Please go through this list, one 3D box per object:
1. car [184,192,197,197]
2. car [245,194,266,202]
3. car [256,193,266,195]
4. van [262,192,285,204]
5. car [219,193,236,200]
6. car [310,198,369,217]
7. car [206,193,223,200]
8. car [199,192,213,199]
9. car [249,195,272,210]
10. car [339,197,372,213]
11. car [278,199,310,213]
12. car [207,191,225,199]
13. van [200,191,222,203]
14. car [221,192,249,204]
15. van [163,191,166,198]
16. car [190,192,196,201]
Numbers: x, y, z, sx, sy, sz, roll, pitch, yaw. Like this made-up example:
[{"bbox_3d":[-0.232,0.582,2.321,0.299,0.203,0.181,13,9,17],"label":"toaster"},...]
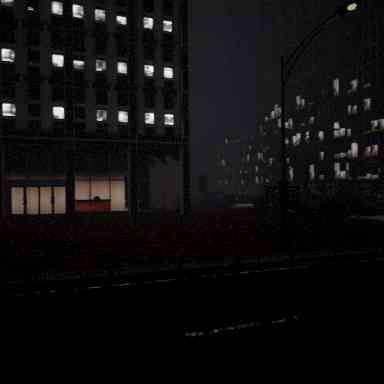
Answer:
[{"bbox_3d":[-0.403,0.720,90.991,2.008,1.369,4.403,0,1,-20],"label":"car"},{"bbox_3d":[11.198,1.079,58.924,1.802,1.307,4.206,0,1,-20],"label":"car"},{"bbox_3d":[10.717,1.196,43.224,1.882,1.535,5.008,-1,1,-20],"label":"car"},{"bbox_3d":[13.131,0.891,53.577,1.690,1.788,3.998,0,1,-20],"label":"van"},{"bbox_3d":[7.331,0.970,69.614,1.802,1.307,4.206,0,1,-20],"label":"car"},{"bbox_3d":[12.863,1.452,29.308,1.947,1.339,4.313,0,1,-20],"label":"car"},{"bbox_3d":[4.570,0.944,69.610,1.812,1.442,4.674,-1,1,-20],"label":"car"},{"bbox_3d":[3.463,0.719,80.301,1.967,1.590,4.097,0,1,-20],"label":"car"},{"bbox_3d":[9.068,1.346,40.025,1.947,1.339,4.313,0,1,-20],"label":"car"},{"bbox_3d":[14.787,1.306,31.953,1.882,1.535,5.008,-1,1,-20],"label":"car"},{"bbox_3d":[10.946,1.415,34.661,1.802,1.307,4.206,0,1,-20],"label":"car"},{"bbox_3d":[5.397,0.649,74.955,2.192,1.841,5.009,0,1,-20],"label":"car"},{"bbox_3d":[3.318,0.962,56.072,1.690,1.788,3.998,0,1,-20],"label":"van"},{"bbox_3d":[7.022,0.969,53.538,2.097,1.767,4.553,-1,1,-19],"label":"car"},{"bbox_3d":[-6.350,0.690,82.796,1.690,1.788,3.998,0,1,-20],"label":"van"},{"bbox_3d":[-0.550,1.063,66.764,2.008,1.369,4.403,0,1,-20],"label":"car"}]
